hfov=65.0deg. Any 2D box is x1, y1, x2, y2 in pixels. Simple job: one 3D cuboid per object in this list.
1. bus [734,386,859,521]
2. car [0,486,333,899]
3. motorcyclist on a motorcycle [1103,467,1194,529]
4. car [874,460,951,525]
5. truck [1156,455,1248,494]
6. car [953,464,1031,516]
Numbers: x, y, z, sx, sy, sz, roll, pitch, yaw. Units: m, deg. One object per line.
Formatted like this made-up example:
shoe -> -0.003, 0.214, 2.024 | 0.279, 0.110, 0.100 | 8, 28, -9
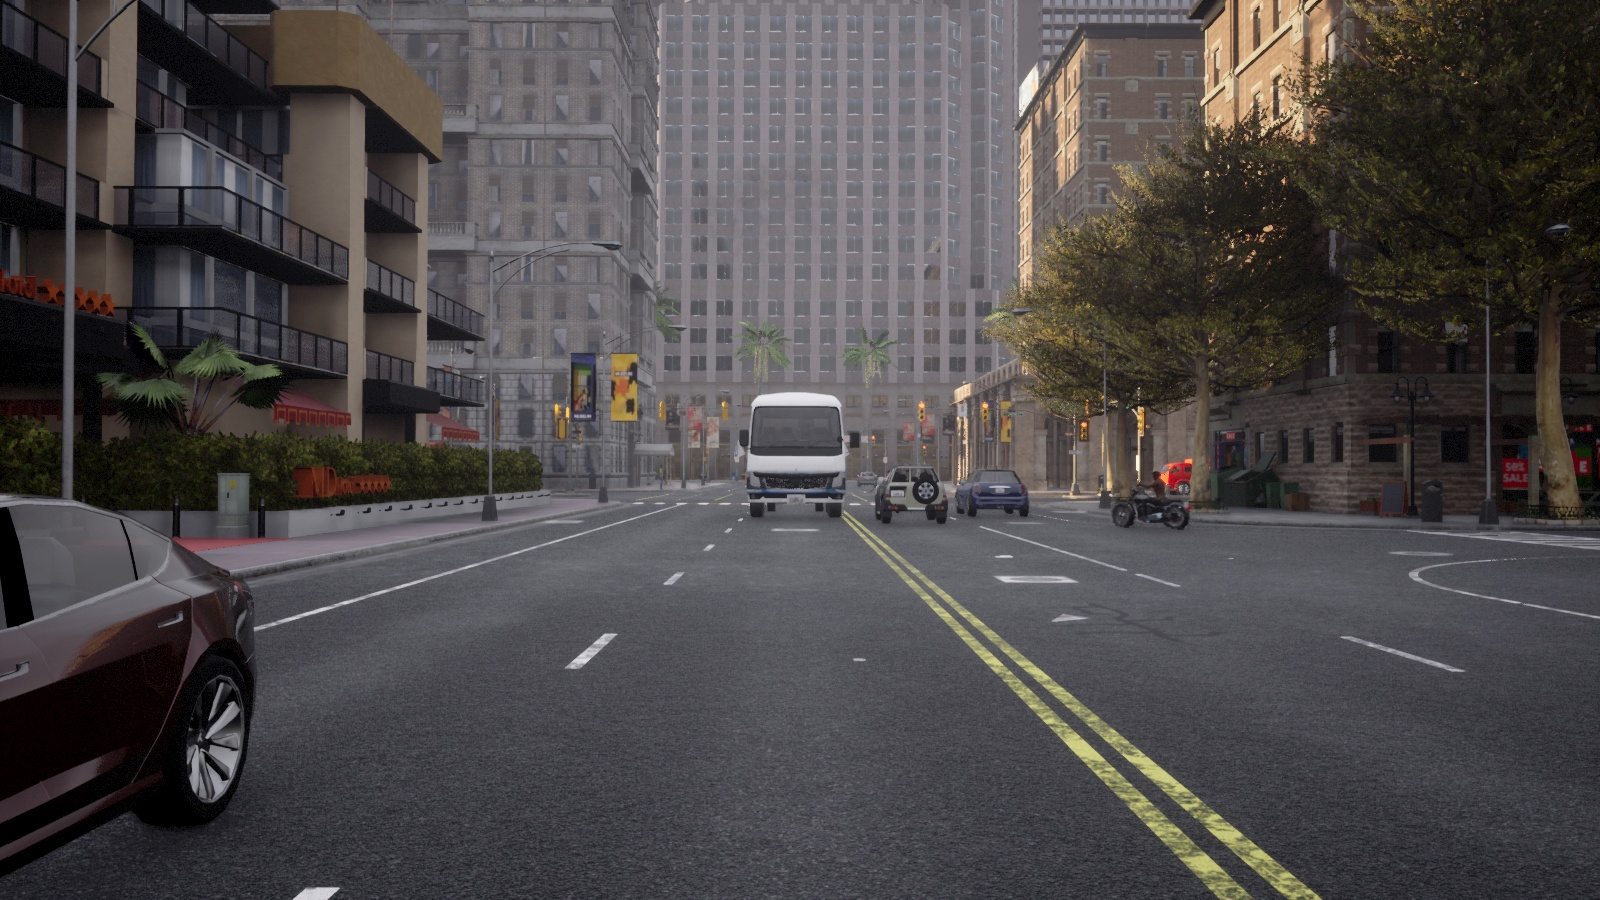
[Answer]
bus -> -0.148, 0.191, 44.940 | 3.944, 4.253, 10.273 | 0, -1, 0
car -> -3.514, 0.898, 4.152 | 2.163, 1.488, 4.792 | 0, -1, 0
motorcyclist on a motorcycle -> 9.575, 1.306, 34.588 | 2.350, 1.649, 0.766 | -1, -2, 45
car -> 3.377, 1.264, 38.579 | 1.932, 1.855, 4.605 | 0, -1, 0
truck -> 26.479, 1.608, 82.778 | 5.204, 2.467, 2.627 | 0, -1, 0
car -> 6.858, 1.405, 45.313 | 2.097, 1.767, 4.553 | 0, -1, 0
